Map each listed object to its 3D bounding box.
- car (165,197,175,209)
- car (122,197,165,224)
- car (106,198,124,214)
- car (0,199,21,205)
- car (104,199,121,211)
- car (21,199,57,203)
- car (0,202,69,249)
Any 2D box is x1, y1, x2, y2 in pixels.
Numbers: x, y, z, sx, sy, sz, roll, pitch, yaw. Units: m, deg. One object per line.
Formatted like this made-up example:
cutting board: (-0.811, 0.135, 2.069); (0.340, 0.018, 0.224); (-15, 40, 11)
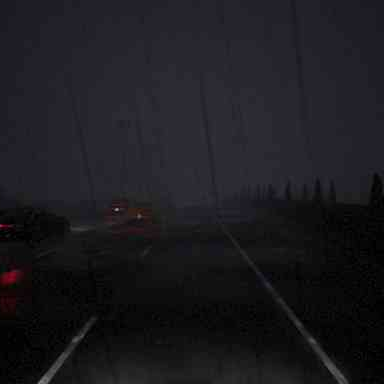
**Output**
car: (-3.126, 1.322, 40.584); (1.994, 1.385, 4.181); (0, 0, 0)
car: (-3.247, 1.334, 23.082); (1.882, 1.535, 5.008); (0, 0, 0)
car: (-6.685, 1.303, 32.138); (1.837, 1.490, 4.892); (0, 0, 0)
car: (-17.390, 1.343, 31.078); (2.033, 1.411, 5.357); (0, 0, 0)
car: (-17.014, 2.774, 71.389); (2.150, 2.045, 5.566); (0, -7, 0)
car: (-13.885, 1.360, 31.478); (1.994, 1.385, 4.181); (0, 0, 0)
car: (-6.804, 1.400, 14.039); (2.128, 1.511, 4.902); (0, 0, 0)
